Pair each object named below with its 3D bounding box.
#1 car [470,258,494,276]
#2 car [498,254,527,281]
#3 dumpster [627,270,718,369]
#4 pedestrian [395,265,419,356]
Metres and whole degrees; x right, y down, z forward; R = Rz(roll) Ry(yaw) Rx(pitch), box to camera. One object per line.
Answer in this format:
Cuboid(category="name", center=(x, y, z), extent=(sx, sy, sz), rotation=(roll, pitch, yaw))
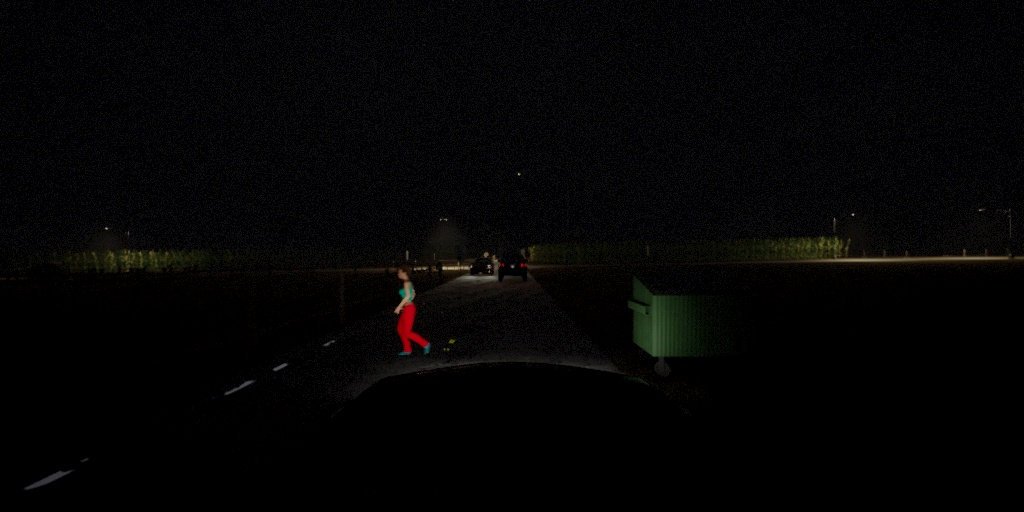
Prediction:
Cuboid(category="car", center=(-2.858, 0.979, 34.864), extent=(2.097, 1.767, 4.553), rotation=(0, 0, 0))
Cuboid(category="car", center=(0.050, 0.869, 28.770), extent=(2.150, 2.045, 5.566), rotation=(0, 0, 0))
Cuboid(category="dumpster", center=(3.119, 1.129, 7.372), extent=(1.020, 1.700, 1.940), rotation=(0, 0, 0))
Cuboid(category="pedestrian", center=(-2.077, 1.028, 7.052), extent=(0.375, 1.860, 0.375), rotation=(0, 0, -15))
